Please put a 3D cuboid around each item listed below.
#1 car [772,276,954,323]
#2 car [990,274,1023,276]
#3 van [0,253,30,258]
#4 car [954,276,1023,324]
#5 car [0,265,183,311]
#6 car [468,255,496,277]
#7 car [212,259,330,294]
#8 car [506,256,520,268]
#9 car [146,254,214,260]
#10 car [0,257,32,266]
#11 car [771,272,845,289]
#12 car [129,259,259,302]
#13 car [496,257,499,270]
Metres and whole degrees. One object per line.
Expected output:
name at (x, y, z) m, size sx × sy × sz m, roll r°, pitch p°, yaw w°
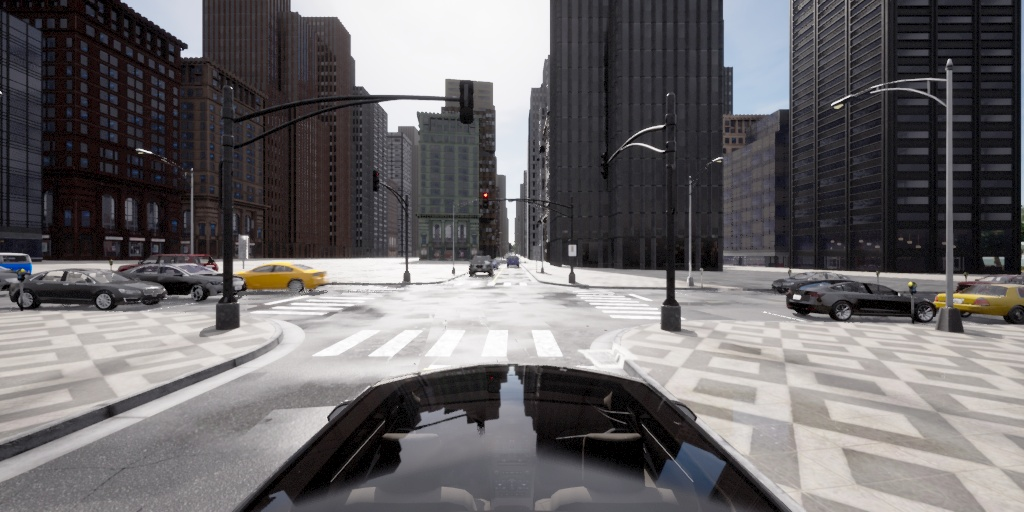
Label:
car at (12.143, 1.524, 12.654) m, size 4.313 × 1.339 × 1.948 m, roll 0°, pitch 0°, yaw 0°
car at (29.095, 1.765, 21.150) m, size 4.507 × 1.381 × 1.888 m, roll 0°, pitch 0°, yaw 0°
van at (-31.116, 0.679, 21.157) m, size 3.998 × 1.789 × 1.690 m, roll 0°, pitch 0°, yaw 0°
car at (17.956, 1.570, 12.644) m, size 4.829 × 1.417 × 1.751 m, roll 0°, pitch 0°, yaw 0°
car at (-14.764, 1.116, 12.604) m, size 4.403 × 1.370 × 2.007 m, roll 0°, pitch 0°, yaw 0°
car at (-3.049, 0.968, 36.167) m, size 2.150 × 2.045 × 5.566 m, roll 0°, pitch 0°, yaw 0°
car at (-12.180, 1.074, 18.552) m, size 5.008 × 1.535 × 1.882 m, roll 1°, pitch 1°, yaw -4°
car at (0.190, 0.970, 62.667) m, size 2.150 × 2.045 × 5.566 m, roll 0°, pitch 0°, yaw 0°
car at (-20.198, 0.798, 21.138) m, size 5.009 × 1.841 × 2.192 m, roll 0°, pitch 0°, yaw 0°
car at (-23.551, 0.934, 15.377) m, size 4.902 × 1.511 × 2.128 m, roll 1°, pitch 0°, yaw 0°
car at (17.809, 1.590, 21.169) m, size 4.403 × 1.370 × 2.007 m, roll 0°, pitch 0°, yaw 0°
car at (-14.136, 1.064, 15.348) m, size 4.902 × 1.511 × 2.128 m, roll 1°, pitch 0°, yaw 1°
car at (-3.015, 1.273, 53.186) m, size 1.812 × 1.442 × 4.674 m, roll 0°, pitch 0°, yaw 0°
